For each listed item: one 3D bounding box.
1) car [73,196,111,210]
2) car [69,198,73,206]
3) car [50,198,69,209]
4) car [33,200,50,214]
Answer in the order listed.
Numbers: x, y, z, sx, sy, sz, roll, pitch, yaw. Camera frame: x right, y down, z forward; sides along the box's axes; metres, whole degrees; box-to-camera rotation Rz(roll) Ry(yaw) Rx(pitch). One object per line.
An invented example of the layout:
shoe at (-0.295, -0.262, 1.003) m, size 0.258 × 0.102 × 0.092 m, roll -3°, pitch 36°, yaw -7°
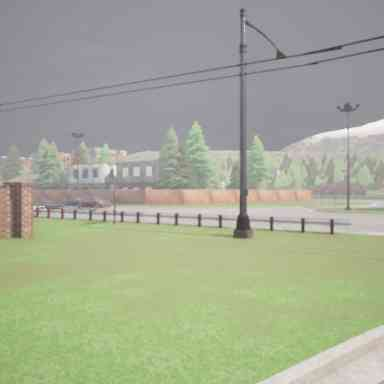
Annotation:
car at (-12.686, 1.332, 43.314) m, size 4.553 × 1.767 × 2.097 m, roll 0°, pitch 0°, yaw 29°
car at (-17.411, 1.528, 49.975) m, size 5.357 × 1.411 × 2.033 m, roll 0°, pitch 0°, yaw 29°
car at (-16.337, 1.553, 37.334) m, size 4.181 × 1.385 × 1.994 m, roll 0°, pitch 0°, yaw 29°
car at (-17.026, 1.593, 33.711) m, size 4.718 × 1.301 × 1.895 m, roll 0°, pitch 0°, yaw 29°
